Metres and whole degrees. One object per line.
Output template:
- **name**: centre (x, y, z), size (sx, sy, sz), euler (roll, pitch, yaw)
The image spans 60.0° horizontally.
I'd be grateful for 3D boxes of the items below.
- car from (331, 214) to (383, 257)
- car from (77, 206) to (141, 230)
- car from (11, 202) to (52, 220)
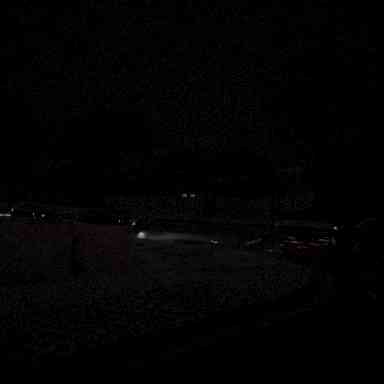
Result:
- **car**: centre (7.692, 1.565, 12.071), size (4.902, 1.511, 2.128), euler (-2, -1, 32)
- **car**: centre (-5.325, 1.639, 21.078), size (4.902, 1.511, 2.128), euler (0, 3, 38)
- **car**: centre (-13.574, 1.631, 27.998), size (4.892, 1.490, 1.837), euler (1, 4, 43)
